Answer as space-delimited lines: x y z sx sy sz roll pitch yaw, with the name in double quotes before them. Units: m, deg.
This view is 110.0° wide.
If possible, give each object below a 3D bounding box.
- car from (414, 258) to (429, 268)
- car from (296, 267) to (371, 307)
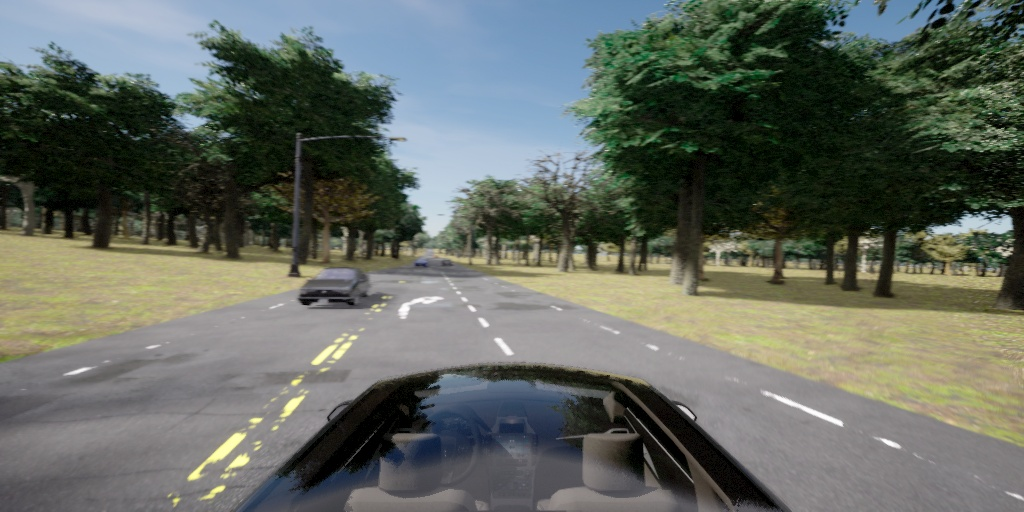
"car" -14.444 1.052 57.589 1.882 1.535 5.008 2 0 -7
"car" -7.097 1.169 14.924 2.033 1.411 5.357 2 0 -14
